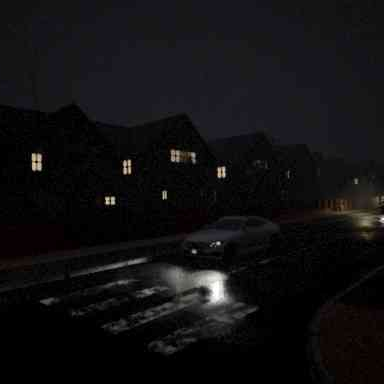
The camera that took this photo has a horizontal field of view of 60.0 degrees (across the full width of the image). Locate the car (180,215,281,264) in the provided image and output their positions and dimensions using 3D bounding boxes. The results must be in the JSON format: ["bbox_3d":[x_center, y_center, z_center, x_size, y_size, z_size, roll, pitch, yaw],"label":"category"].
[{"bbox_3d":[1.617,1.589,12.256,1.812,1.442,4.674,-2,-1,42],"label":"car"}]

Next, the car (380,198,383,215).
[{"bbox_3d":[20.405,1.128,32.961,2.150,2.045,5.566,-2,-2,43],"label":"car"}]
